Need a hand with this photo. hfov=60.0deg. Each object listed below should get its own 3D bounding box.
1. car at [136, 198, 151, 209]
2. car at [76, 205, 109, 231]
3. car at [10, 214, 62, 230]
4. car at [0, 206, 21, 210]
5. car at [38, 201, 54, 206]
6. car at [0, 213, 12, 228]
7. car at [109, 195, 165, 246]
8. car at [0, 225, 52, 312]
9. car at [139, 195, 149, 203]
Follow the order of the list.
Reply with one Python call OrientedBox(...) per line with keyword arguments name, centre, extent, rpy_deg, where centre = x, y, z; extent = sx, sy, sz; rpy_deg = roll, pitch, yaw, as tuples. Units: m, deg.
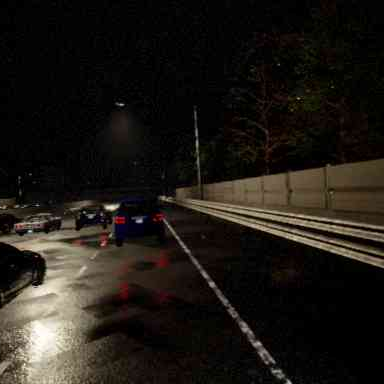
OrientedBox(name="car", centre=(-7.687, 1.786, 52.741), extent=(2.128, 1.511, 4.902), rpy_deg=(-4, 0, -8))
OrientedBox(name="car", centre=(-7.117, 1.704, 24.448), extent=(2.097, 1.767, 4.553), rpy_deg=(-4, 0, -8))
OrientedBox(name="car", centre=(-10.405, 2.166, 22.889), extent=(1.895, 1.301, 4.718), rpy_deg=(-4, 0, -8))
OrientedBox(name="car", centre=(-38.608, 3.698, 71.797), extent=(2.033, 1.411, 5.357), rpy_deg=(-4, 0, -8))
OrientedBox(name="car", centre=(-31.707, 2.945, 72.749), extent=(2.150, 2.045, 5.566), rpy_deg=(-4, 0, -8))
OrientedBox(name="car", centre=(-14.220, 2.324, 24.855), extent=(1.812, 1.442, 4.674), rpy_deg=(-4, 0, -8))
OrientedBox(name="car", centre=(-2.571, 1.316, 16.501), extent=(2.150, 2.045, 5.566), rpy_deg=(-4, 0, -8))
OrientedBox(name="car", centre=(-4.645, 1.788, 7.086), extent=(1.812, 1.442, 4.674), rpy_deg=(-4, 0, -8))
OrientedBox(name="car", centre=(-12.477, 1.772, 86.472), extent=(2.150, 2.045, 5.566), rpy_deg=(-4, 0, -8))
